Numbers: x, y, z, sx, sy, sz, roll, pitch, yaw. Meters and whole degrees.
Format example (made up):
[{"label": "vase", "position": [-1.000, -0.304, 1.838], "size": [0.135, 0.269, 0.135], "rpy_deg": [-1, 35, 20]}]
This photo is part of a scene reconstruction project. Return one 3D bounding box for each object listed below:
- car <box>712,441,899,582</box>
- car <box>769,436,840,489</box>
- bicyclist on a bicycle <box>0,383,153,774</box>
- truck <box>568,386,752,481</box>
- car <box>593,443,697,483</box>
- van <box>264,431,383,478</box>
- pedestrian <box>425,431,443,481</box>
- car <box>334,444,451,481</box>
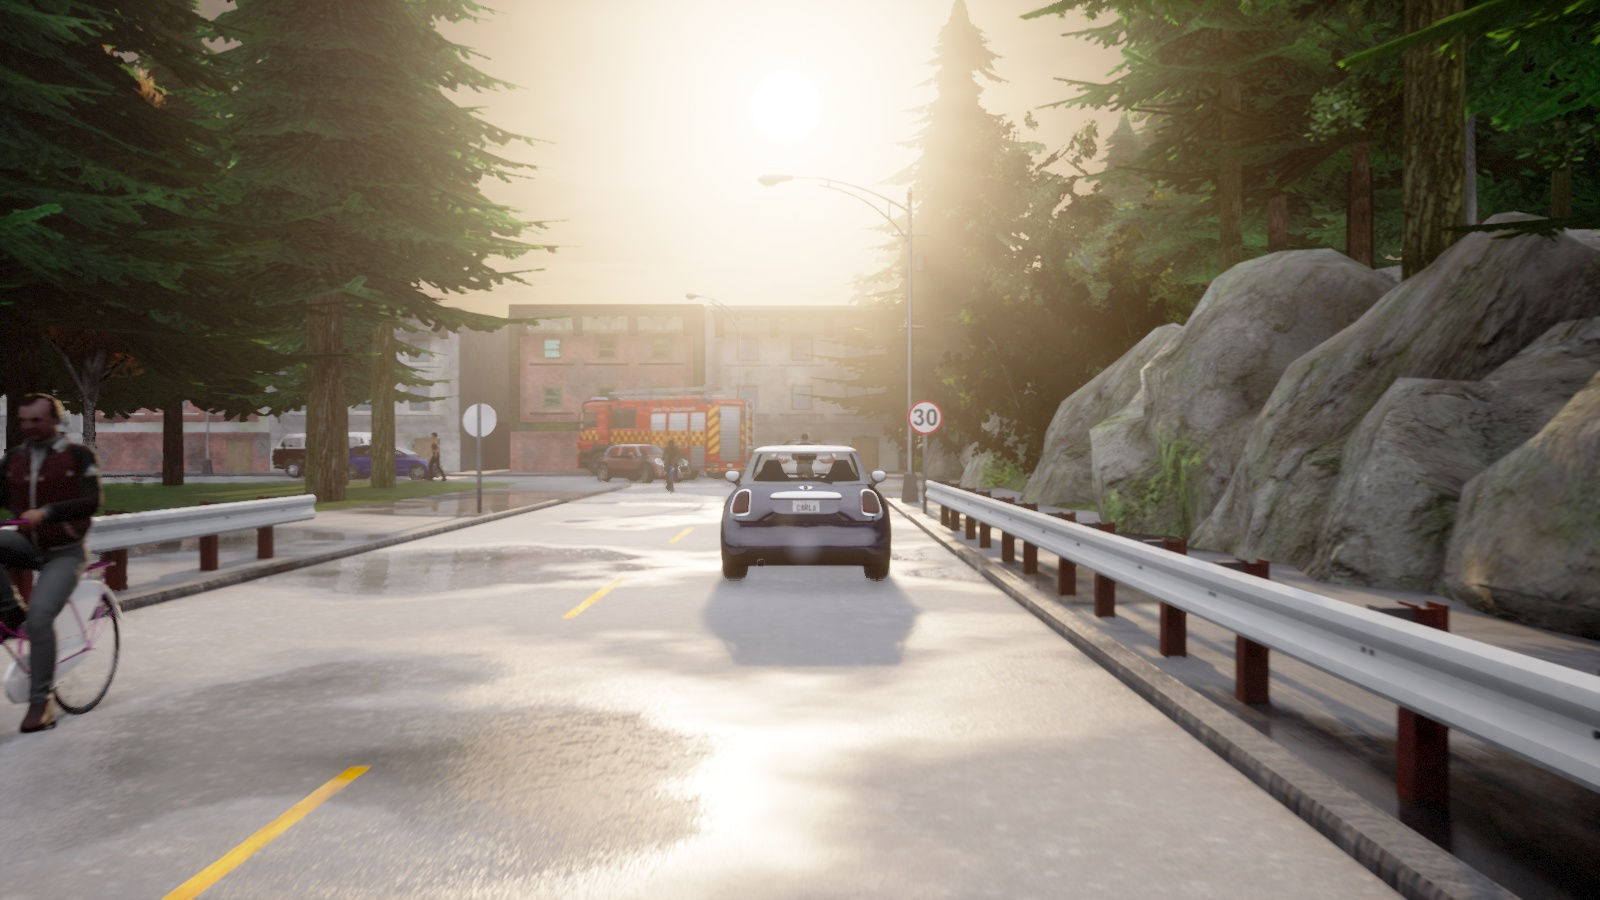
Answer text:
[{"label": "car", "position": [0.068, 0.638, 15.133], "size": [1.970, 1.475, 3.806], "rpy_deg": [0, 0, 0]}, {"label": "car", "position": [0.130, 0.388, 42.047], "size": [2.242, 1.667, 4.611], "rpy_deg": [0, 0, 0]}, {"label": "bicyclist on a bicycle", "position": [-3.961, 0.584, 6.117], "size": [0.659, 1.776, 1.843], "rpy_deg": [0, 0, 0]}, {"label": "truck", "position": [-6.176, -0.684, 54.159], "size": [8.468, 3.827, 2.891], "rpy_deg": [0, 0, 41]}, {"label": "car", "position": [-6.006, 0.473, 48.530], "size": [3.806, 1.475, 1.970], "rpy_deg": [0, 0, 42]}, {"label": "van", "position": [-21.012, 0.184, 55.518], "size": [4.480, 2.038, 2.069], "rpy_deg": [0, 0, 1]}, {"label": "pedestrian", "position": [-13.442, 0.222, 46.125], "size": [0.594, 1.836, 0.345], "rpy_deg": [0, 0, 0]}, {"label": "car", "position": [-16.672, 0.497, 51.479], "size": [4.193, 1.474, 1.816], "rpy_deg": [0, 0, 1]}]
